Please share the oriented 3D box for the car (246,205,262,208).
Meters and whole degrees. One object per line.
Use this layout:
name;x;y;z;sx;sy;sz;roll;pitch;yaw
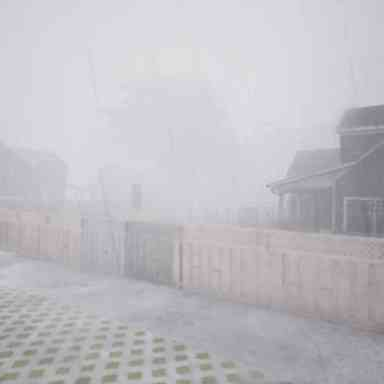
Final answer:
car;9.441;2.590;50.220;1.994;1.385;4.181;1;-1;36
